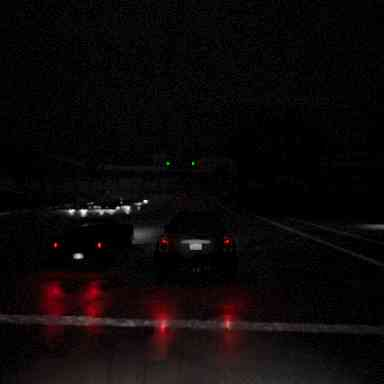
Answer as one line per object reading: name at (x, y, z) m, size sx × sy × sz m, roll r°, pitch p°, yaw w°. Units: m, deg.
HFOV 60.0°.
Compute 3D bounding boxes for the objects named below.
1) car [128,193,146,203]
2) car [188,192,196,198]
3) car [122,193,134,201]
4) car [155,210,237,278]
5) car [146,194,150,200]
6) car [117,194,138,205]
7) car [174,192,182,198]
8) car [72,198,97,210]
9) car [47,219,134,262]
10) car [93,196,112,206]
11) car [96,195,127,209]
car at (-10.499, 1.247, 63.449) m, size 1.812 × 1.442 × 4.674 m, roll 0°, pitch 1°, yaw 0°
car at (0.001, 0.807, 85.140) m, size 1.882 × 1.535 × 5.008 m, roll 0°, pitch 1°, yaw 0°
car at (-13.999, 1.054, 72.964) m, size 1.837 × 1.490 × 4.892 m, roll 0°, pitch 1°, yaw 0°
car at (0.098, 1.371, 10.317) m, size 2.097 × 1.767 × 4.553 m, roll 0°, pitch 0°, yaw 0°
car at (-10.499, 1.099, 73.381) m, size 1.994 × 1.385 × 4.181 m, roll 0°, pitch 1°, yaw 0°
car at (-10.537, 1.459, 53.711) m, size 1.895 × 1.301 × 4.718 m, roll 0°, pitch 1°, yaw 1°
car at (-3.499, 0.814, 84.742) m, size 1.882 × 1.535 × 5.008 m, roll 0°, pitch 1°, yaw 0°
car at (-14.089, 1.488, 43.351) m, size 1.812 × 1.442 × 4.674 m, roll 0°, pitch 0°, yaw 0°
car at (-3.399, 1.624, 12.186) m, size 1.895 × 1.301 × 4.718 m, roll 0°, pitch 0°, yaw 0°
car at (-14.040, 1.398, 52.446) m, size 1.812 × 1.442 × 4.674 m, roll 0°, pitch 1°, yaw 1°
car at (-10.591, 1.499, 44.119) m, size 2.033 × 1.411 × 5.357 m, roll 0°, pitch 1°, yaw 0°
